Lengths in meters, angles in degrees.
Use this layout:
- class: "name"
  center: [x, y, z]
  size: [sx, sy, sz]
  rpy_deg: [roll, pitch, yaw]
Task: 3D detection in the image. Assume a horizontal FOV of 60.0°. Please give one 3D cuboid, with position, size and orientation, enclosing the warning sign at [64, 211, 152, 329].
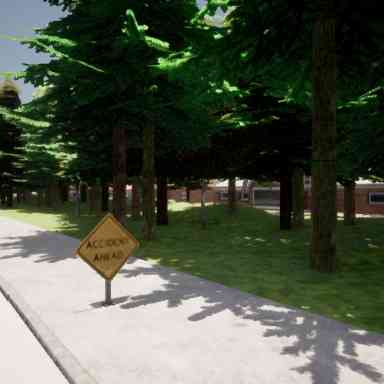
- class: "warning sign"
  center: [-1.596, 1.337, 6.334]
  size: [1.300, 1.860, 1.060]
  rpy_deg: [0, 0, -39]
